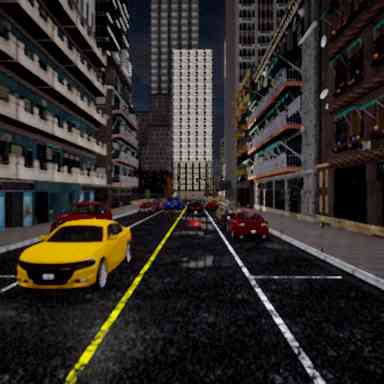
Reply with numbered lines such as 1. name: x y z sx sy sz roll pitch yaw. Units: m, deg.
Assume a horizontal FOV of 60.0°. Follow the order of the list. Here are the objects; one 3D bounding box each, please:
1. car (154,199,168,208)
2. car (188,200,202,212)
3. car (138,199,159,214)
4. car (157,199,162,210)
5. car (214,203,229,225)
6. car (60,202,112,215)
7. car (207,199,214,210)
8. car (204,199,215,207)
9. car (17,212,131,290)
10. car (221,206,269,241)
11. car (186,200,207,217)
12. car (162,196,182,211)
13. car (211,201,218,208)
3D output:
1. car: -5.240 1.991 56.190 1.887 1.381 4.507 -1 0 0
2. car: 0.449 1.839 45.507 1.882 1.535 5.008 0 0 1
3. car: -5.376 1.895 39.620 1.802 1.307 4.206 -1 0 0
4. car: -5.287 1.842 50.667 1.967 1.590 4.097 -1 0 0
5. car: 2.868 1.733 22.968 2.008 1.369 4.403 -1 0 0
6. car: -5.560 1.452 17.529 2.192 1.841 5.009 -1 0 0
7. car: 3.095 1.947 50.584 1.887 1.381 4.507 -1 0 0
8. car: 3.186 2.019 61.800 1.752 1.417 4.829 -1 0 0
9. car: -3.025 1.553 9.551 1.882 1.535 5.008 0 -1 0
10. car: 2.823 1.683 17.445 1.887 1.381 4.507 -1 0 0
11. car: 0.379 1.783 35.187 1.837 1.490 4.892 0 -1 1
12. car: -2.701 1.605 48.279 2.150 2.045 5.566 0 -1 1
13. car: 2.915 1.752 28.661 1.752 1.417 4.829 -1 0 0
